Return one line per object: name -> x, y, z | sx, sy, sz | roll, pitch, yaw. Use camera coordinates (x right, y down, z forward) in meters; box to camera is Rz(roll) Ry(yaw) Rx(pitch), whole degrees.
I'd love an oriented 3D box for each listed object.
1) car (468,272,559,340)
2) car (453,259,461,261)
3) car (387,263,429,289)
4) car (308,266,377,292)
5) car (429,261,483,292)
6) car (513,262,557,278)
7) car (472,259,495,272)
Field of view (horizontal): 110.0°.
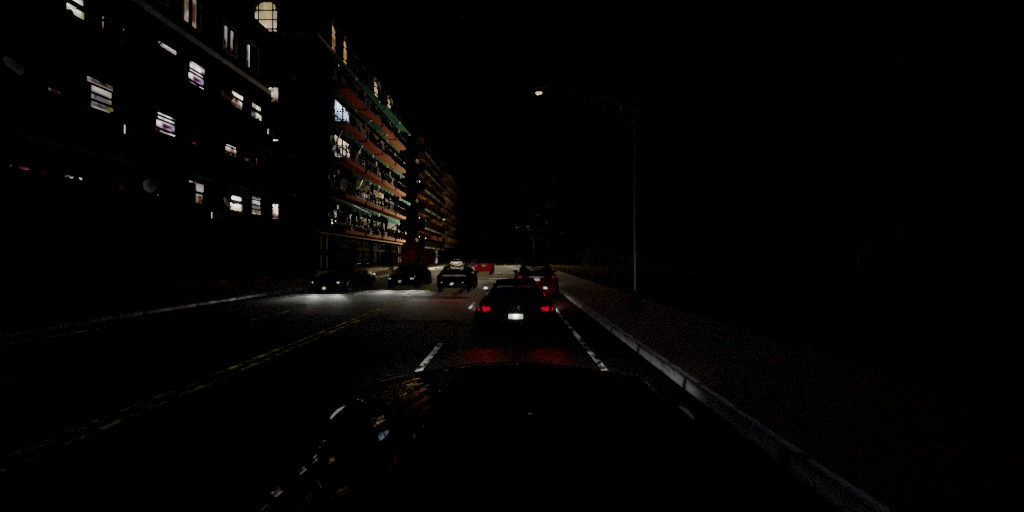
car -> 0.097, 1.315, 9.983 | 1.994, 1.385, 4.181 | 0, 0, 0
car -> -9.783, 1.276, 62.934 | 1.812, 1.442, 4.674 | 0, 0, 0
car -> -6.592, 1.257, 23.459 | 1.837, 1.490, 4.892 | 0, 0, 0
car -> -9.844, 1.300, 21.422 | 2.033, 1.411, 5.357 | 0, 0, 0
car -> -3.143, 1.244, 21.201 | 2.128, 1.511, 4.902 | 0, 0, 0
car -> 1.144, 1.103, 18.563 | 2.097, 1.767, 4.553 | 0, 0, 0
car -> -3.131, 1.104, 41.349 | 2.097, 1.767, 4.553 | 0, 0, 0
